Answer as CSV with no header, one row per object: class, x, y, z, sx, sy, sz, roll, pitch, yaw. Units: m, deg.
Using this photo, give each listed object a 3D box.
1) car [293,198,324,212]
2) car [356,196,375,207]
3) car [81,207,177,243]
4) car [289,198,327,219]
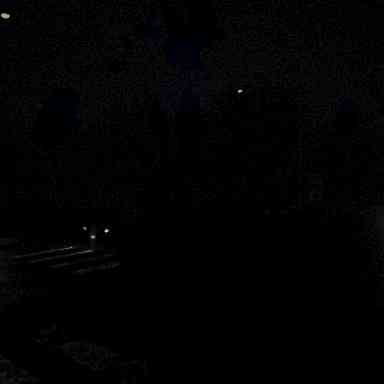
car,12.856,1.367,36.578,1.994,1.385,4.181,0,0,36
car,25.625,1.338,49.090,1.882,1.535,5.008,0,0,36
car,-2.452,1.422,15.641,2.033,1.411,5.357,0,0,36
car,9.461,1.314,26.952,2.128,1.511,4.902,0,0,36
